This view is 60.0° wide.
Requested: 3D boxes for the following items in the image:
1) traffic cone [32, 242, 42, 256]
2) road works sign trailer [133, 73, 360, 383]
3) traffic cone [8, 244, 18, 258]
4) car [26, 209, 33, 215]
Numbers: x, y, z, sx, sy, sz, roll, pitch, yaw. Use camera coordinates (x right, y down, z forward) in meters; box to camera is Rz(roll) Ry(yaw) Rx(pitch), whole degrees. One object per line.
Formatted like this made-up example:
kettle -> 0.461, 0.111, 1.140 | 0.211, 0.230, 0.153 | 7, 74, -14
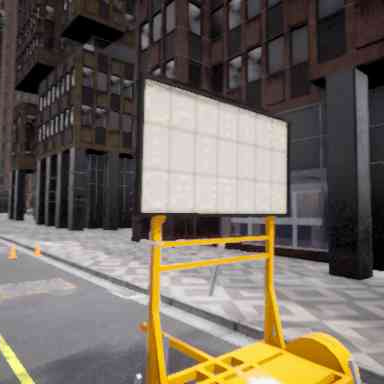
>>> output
traffic cone -> -6.912, 2.555, 14.880 | 0.340, 0.580, 0.340 | 4, -4, -40
road works sign trailer -> 0.231, 0.676, 3.940 | 2.380, 3.560, 2.880 | 4, -4, -40
traffic cone -> -7.675, 2.506, 14.233 | 0.340, 0.580, 0.340 | 4, -4, -40
car -> -31.679, 4.133, 68.120 | 4.097, 1.590, 1.967 | 4, -5, -40
